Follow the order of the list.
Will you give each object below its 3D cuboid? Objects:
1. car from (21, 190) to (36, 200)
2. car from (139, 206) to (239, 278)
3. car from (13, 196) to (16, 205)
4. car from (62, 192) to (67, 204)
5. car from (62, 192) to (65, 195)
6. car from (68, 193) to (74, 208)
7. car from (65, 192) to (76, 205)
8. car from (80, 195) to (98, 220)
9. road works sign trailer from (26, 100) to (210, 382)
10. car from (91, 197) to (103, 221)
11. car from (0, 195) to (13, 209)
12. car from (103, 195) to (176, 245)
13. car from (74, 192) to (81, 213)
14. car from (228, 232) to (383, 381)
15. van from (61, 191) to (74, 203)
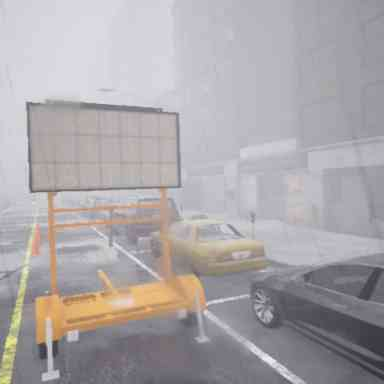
[{"bbox_3d":[-29.664,0.904,60.816,1.882,1.535,5.008,-2,1,-24],"label":"car"},{"bbox_3d":[0.108,1.309,9.303,1.752,1.417,4.829,-2,1,-24],"label":"car"},{"bbox_3d":[-25.816,1.288,45.878,1.947,1.339,4.313,-2,1,-24],"label":"car"},{"bbox_3d":[-15.777,1.040,44.367,1.947,1.339,4.313,-2,1,-24],"label":"car"},{"bbox_3d":[-18.063,0.744,49.393,2.192,1.841,5.009,-2,1,-24],"label":"car"},{"bbox_3d":[-11.218,1.113,34.304,2.008,1.369,4.403,-2,1,-24],"label":"car"},{"bbox_3d":[-13.498,1.069,39.335,2.008,1.369,4.403,-2,1,-24],"label":"car"},{"bbox_3d":[-6.663,1.092,24.240,1.967,1.590,4.097,-2,1,-24],"label":"car"},{"bbox_3d":[-1.373,0.370,5.560,2.380,3.560,2.880,-2,1,-24],"label":"road works sign trailer"},{"bbox_3d":[-4.451,1.220,19.365,1.752,1.417,4.829,-2,1,-24],"label":"car"},{"bbox_3d":[-23.536,1.348,40.846,1.802,1.307,4.206,-2,1,-24],"label":"car"},{"bbox_3d":[-2.107,1.056,14.174,2.192,1.841,5.009,-2,1,-24],"label":"car"},{"bbox_3d":[-8.942,1.047,29.271,1.967,1.590,4.097,-2,1,-24],"label":"car"},{"bbox_3d":[2.459,1.395,4.118,1.947,1.339,4.313,-2,1,-24],"label":"car"},{"bbox_3d":[-20.342,0.726,54.424,1.690,1.788,3.998,-2,1,-24],"label":"van"}]
